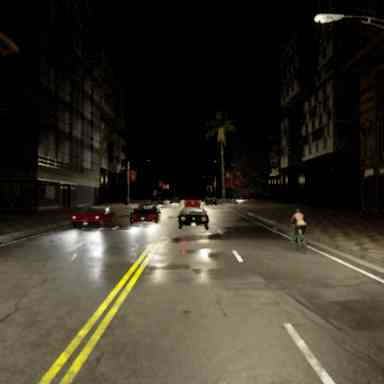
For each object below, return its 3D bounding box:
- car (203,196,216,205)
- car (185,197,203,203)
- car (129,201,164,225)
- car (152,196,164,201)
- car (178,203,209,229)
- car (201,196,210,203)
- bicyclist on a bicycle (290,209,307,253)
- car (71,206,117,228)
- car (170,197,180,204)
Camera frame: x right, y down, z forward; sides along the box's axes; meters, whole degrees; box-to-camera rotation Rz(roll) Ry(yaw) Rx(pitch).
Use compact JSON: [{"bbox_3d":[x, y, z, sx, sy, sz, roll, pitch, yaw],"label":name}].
[{"bbox_3d":[3.337,1.615,60.227,1.837,1.490,4.892,0,0,0],"label":"car"},{"bbox_3d":[0.090,1.427,45.061,2.097,1.767,4.553,0,0,0],"label":"car"},{"bbox_3d":[-3.353,1.621,24.621,1.994,1.385,4.181,0,0,0],"label":"car"},{"bbox_3d":[-6.532,1.598,63.937,1.882,1.535,5.008,0,0,1],"label":"car"},{"bbox_3d":[0.095,1.656,22.206,1.895,1.301,4.718,0,0,0],"label":"car"},{"bbox_3d":[3.234,1.658,78.657,1.882,1.535,5.008,0,0,0],"label":"car"},{"bbox_3d":[4.143,1.492,12.928,0.582,1.620,1.656,0,0,0],"label":"bicyclist on a bicycle"},{"bbox_3d":[-6.604,1.656,22.816,1.895,1.301,4.718,0,0,0],"label":"car"},{"bbox_3d":[-3.268,1.669,65.731,2.033,1.411,5.357,0,0,0],"label":"car"}]
